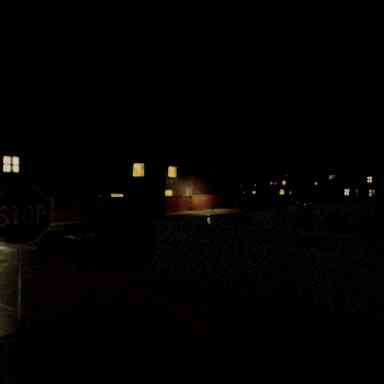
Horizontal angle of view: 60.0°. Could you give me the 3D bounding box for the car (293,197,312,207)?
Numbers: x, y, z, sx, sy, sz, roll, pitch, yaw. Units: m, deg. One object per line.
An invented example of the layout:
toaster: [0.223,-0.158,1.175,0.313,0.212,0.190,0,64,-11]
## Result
car: [15.240,1.605,45.452,1.994,1.385,4.181,1,0,16]

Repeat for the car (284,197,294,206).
car: [16.673,1.530,55.371,1.812,1.442,4.674,1,0,2]
